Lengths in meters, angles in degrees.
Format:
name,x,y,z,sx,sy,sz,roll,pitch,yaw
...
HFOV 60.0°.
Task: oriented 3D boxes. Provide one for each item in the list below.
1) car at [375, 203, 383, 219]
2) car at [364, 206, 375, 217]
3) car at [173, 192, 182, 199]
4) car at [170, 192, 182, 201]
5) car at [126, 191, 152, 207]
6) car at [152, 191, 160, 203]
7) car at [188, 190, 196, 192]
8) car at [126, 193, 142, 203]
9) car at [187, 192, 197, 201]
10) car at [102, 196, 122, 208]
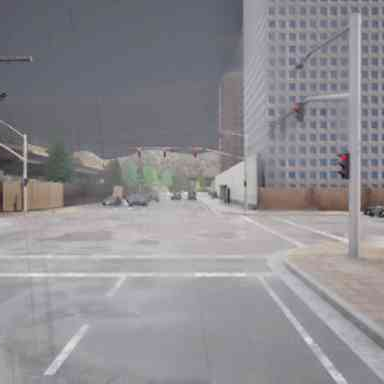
name,x,y,z,sx,sy,sz,roll,pitch,yaw
car,16.135,1.446,23.766,4.674,1.442,1.812,0,0,0
car,16.452,1.464,27.284,4.181,1.385,1.994,0,0,0
car,-3.489,0.849,80.562,1.882,1.535,5.008,0,0,0
car,-3.491,1.188,70.371,1.895,1.301,4.718,0,0,0
car,-7.079,1.100,44.300,2.097,1.767,4.553,0,0,0
car,-7.030,0.880,59.895,2.150,2.045,5.566,0,1,1
car,0.011,0.596,80.589,2.150,2.045,5.566,0,0,0
car,-10.529,1.010,60.415,2.097,1.767,4.553,0,0,1
car,0.009,1.188,70.369,1.895,1.301,4.718,0,0,0
car,-10.578,1.239,44.352,2.128,1.511,4.902,0,0,0
